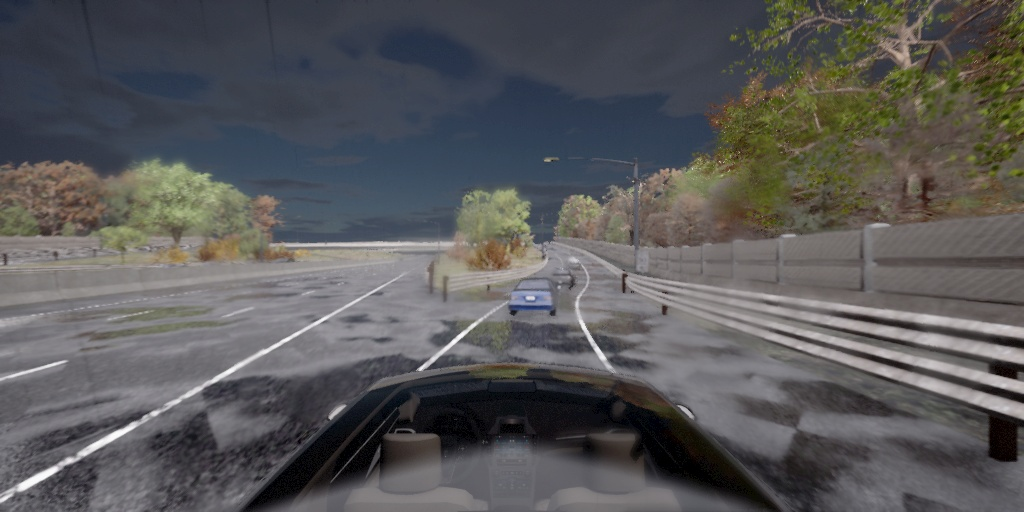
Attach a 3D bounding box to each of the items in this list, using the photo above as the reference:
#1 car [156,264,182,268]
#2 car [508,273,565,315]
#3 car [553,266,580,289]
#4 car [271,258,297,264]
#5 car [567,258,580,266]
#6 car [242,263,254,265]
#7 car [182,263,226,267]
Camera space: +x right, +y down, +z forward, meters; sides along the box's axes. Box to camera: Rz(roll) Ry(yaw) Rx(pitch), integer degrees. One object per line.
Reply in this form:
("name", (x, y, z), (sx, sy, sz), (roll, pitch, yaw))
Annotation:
("car", (-34.581, 1.546, 36.294), (2.128, 1.511, 4.902), (-1, 0, -11))
("car", (1.076, 1.615, 15.353), (2.033, 1.411, 5.357), (0, -1, 9))
("car", (4.273, 1.836, 29.634), (2.128, 1.511, 4.902), (0, -1, 14))
("car", (-34.900, 1.314, 54.884), (2.150, 2.045, 5.566), (-1, 0, -12))
("car", (9.597, 1.460, 55.629), (2.128, 1.511, 4.902), (0, 2, 8))
("car", (-37.836, 1.670, 51.795), (1.994, 1.385, 4.181), (-1, 0, -12))
("car", (-31.254, 1.515, 37.469), (2.128, 1.511, 4.902), (-1, 0, -11))
